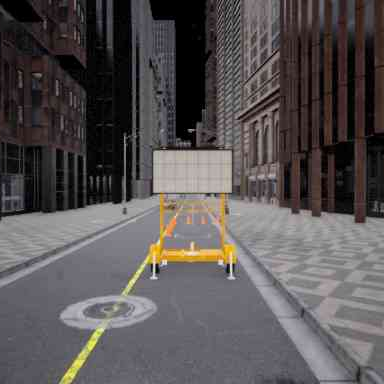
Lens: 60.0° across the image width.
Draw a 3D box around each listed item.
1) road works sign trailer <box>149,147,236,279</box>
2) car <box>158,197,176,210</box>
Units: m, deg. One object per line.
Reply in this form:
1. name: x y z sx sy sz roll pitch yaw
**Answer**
1. road works sign trailer: 0.019 0.457 9.962 2.380 3.560 2.880 0 0 0
2. car: -3.020 1.405 40.493 2.128 1.511 4.902 0 0 0
